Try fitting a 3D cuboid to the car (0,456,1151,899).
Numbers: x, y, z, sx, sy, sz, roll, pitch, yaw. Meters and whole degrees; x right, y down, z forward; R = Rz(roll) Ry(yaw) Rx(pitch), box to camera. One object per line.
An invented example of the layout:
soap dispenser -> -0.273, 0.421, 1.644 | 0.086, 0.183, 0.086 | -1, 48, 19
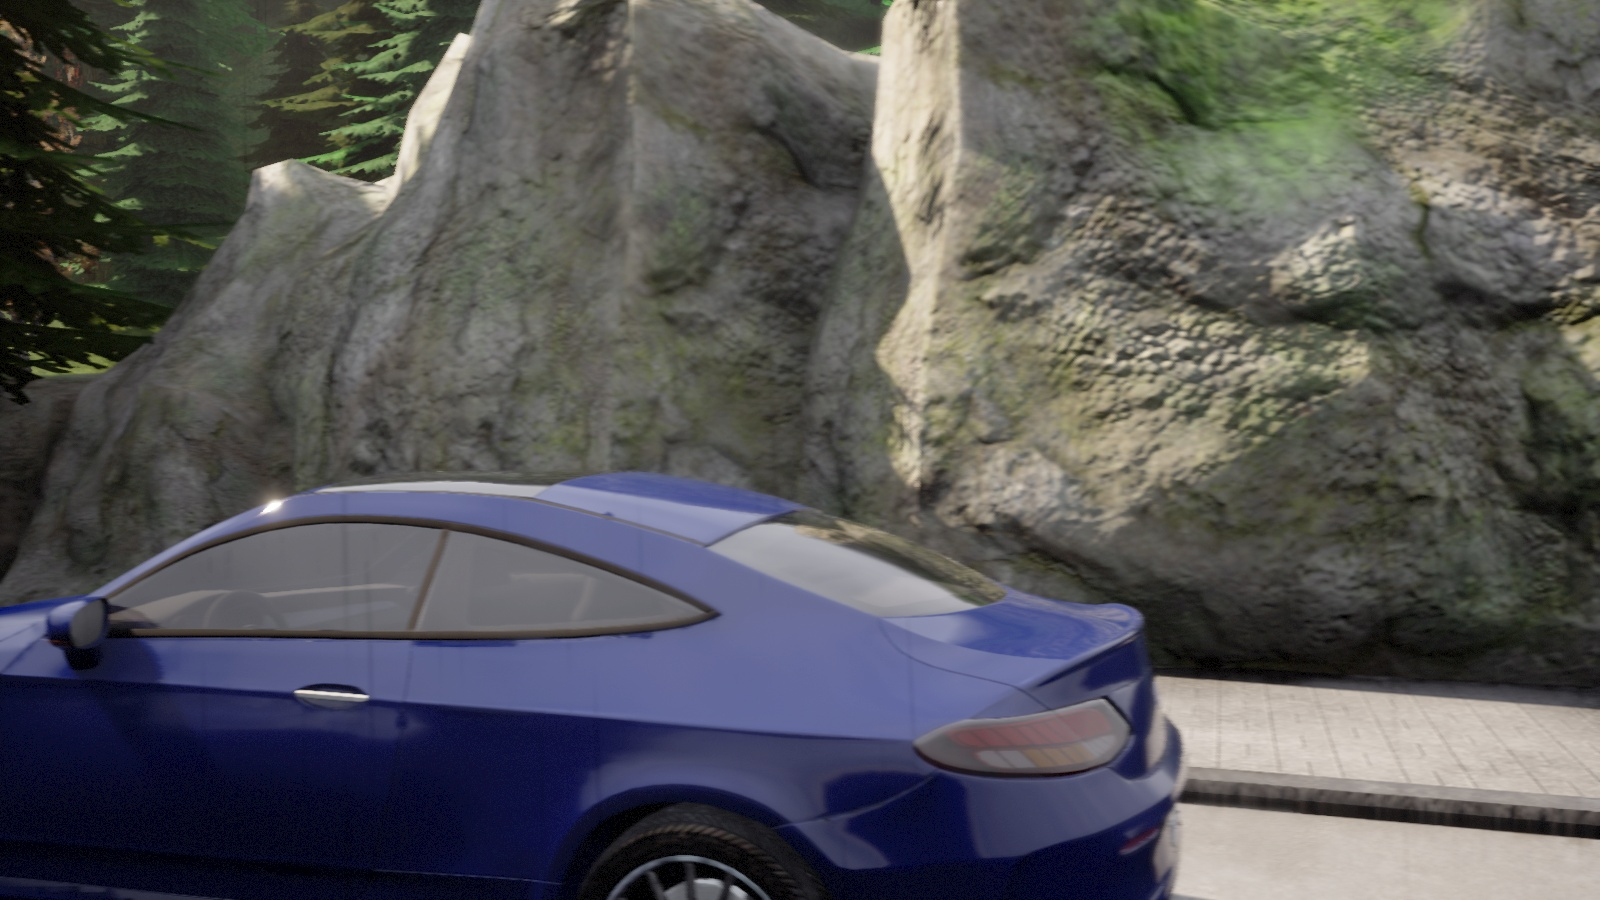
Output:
car -> -1.315, 0.781, 4.164 | 4.674, 1.442, 1.812 | 0, 1, 19
